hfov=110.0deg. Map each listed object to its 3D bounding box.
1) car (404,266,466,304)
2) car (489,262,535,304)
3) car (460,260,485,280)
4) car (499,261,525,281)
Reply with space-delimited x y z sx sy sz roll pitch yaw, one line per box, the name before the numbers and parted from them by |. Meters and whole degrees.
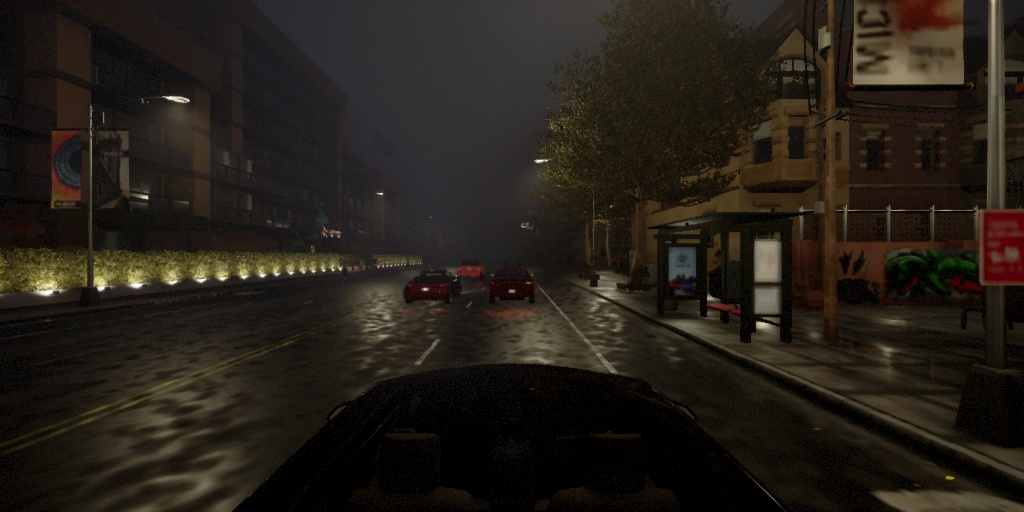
car | -3.500 1.321 16.500 1.994 1.385 4.181 0 0 0
car | 0.000 1.234 16.500 1.882 1.535 5.008 0 0 0
car | -3.500 1.115 31.470 2.097 1.767 4.553 0 0 0
car | 0.000 1.244 31.500 2.128 1.511 4.902 0 0 0
